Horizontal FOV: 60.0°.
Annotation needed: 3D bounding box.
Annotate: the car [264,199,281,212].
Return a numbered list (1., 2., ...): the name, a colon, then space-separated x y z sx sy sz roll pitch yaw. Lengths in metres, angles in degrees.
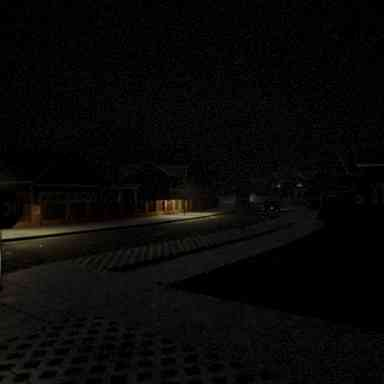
1. car: 10.373 1.709 42.882 1.837 1.490 4.892 0 0 15

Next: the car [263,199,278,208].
1. car: 12.510 1.848 53.055 1.895 1.301 4.718 0 0 8
